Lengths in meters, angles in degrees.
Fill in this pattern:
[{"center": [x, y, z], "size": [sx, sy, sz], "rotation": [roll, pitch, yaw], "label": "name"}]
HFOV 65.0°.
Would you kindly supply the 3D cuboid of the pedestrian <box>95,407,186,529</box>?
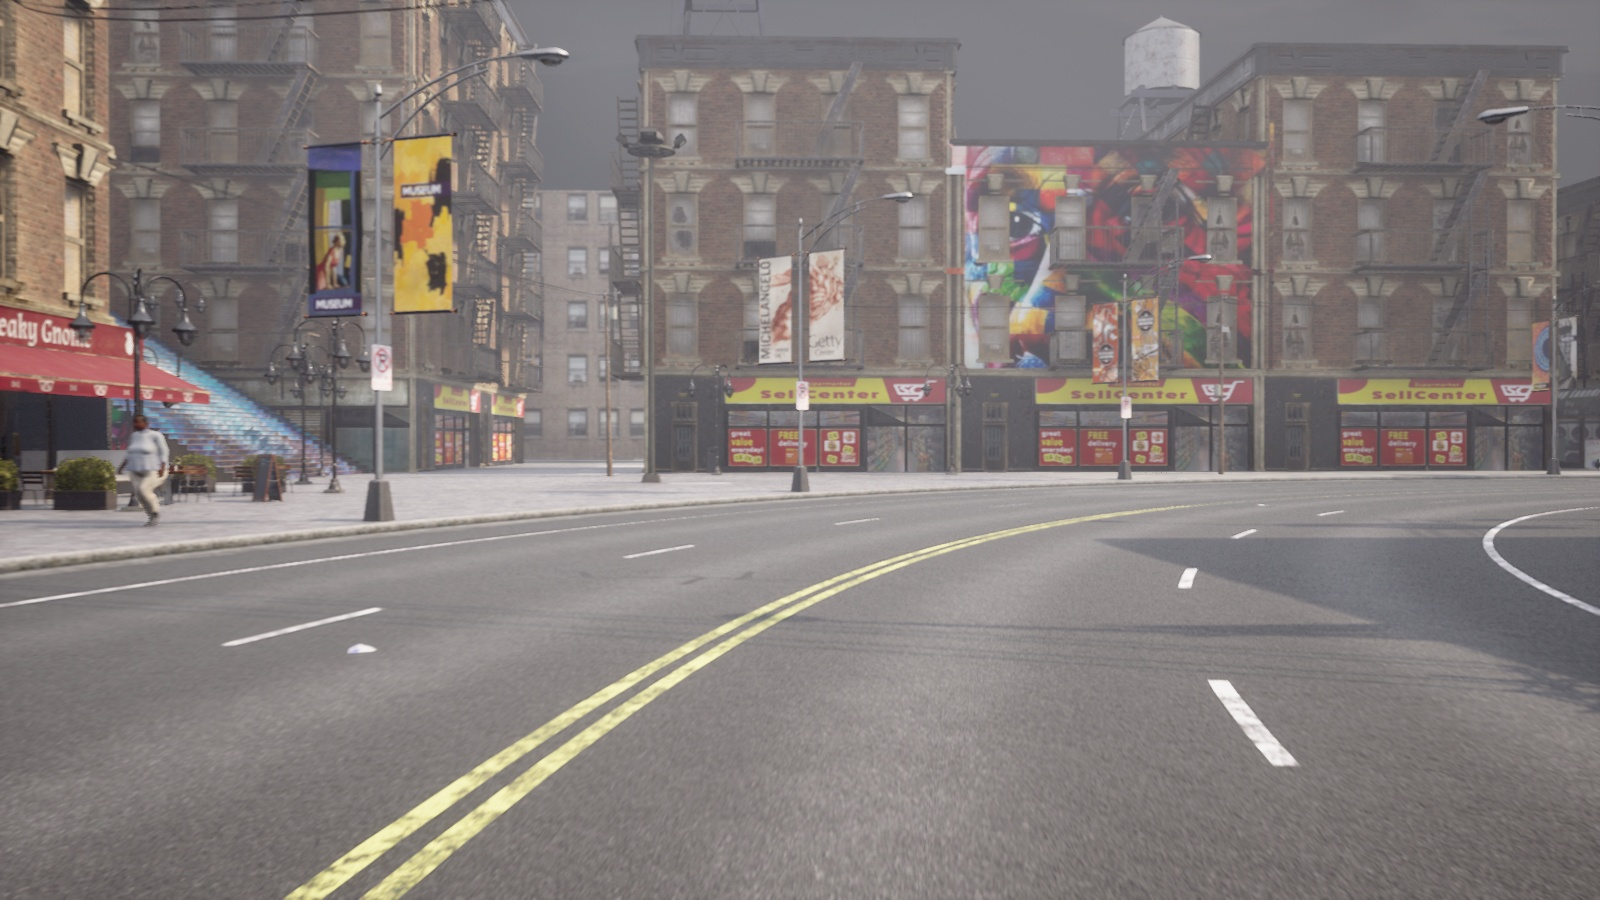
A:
[{"center": [-10.334, 0.276, 19.698], "size": [0.874, 1.855, 0.900], "rotation": [0, 0, 15], "label": "pedestrian"}]
